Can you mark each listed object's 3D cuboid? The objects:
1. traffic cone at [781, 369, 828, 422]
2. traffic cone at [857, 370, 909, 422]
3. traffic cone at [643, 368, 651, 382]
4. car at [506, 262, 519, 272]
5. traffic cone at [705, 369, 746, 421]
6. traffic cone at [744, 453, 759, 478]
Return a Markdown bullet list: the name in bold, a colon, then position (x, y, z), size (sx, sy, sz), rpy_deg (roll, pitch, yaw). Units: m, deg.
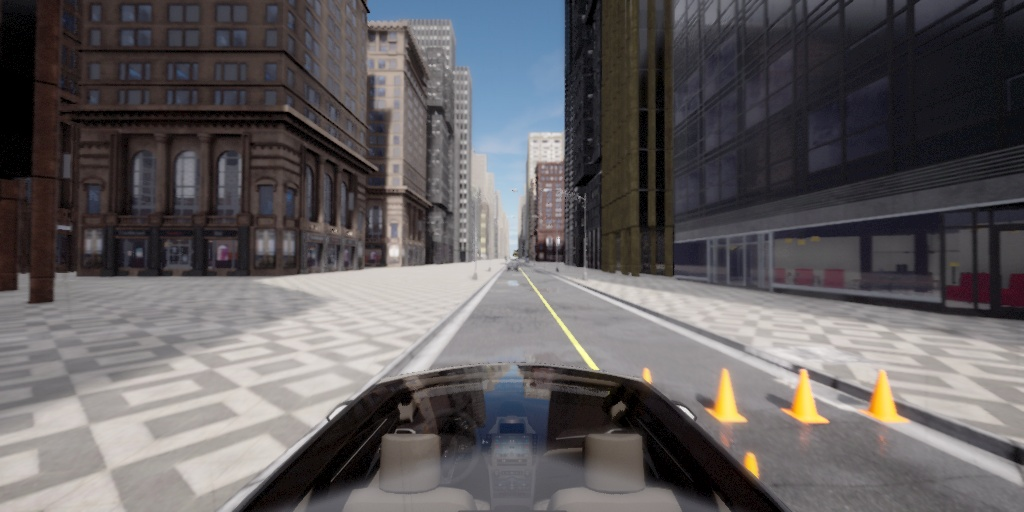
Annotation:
- **traffic cone**: position (3.718, 1.747, 4.575), size (0.340, 0.580, 0.340), rpy_deg (0, 0, 0)
- **traffic cone**: position (4.718, 1.751, 4.572), size (0.340, 0.580, 0.340), rpy_deg (0, 0, 0)
- **traffic cone**: position (1.718, 1.737, 4.579), size (0.340, 0.580, 0.340), rpy_deg (0, 0, 0)
- **car**: position (0.094, 1.632, 54.213), size (1.837, 1.490, 4.892), rpy_deg (0, 0, 0)
- **traffic cone**: position (2.718, 1.742, 4.576), size (0.340, 0.580, 0.340), rpy_deg (0, 0, 0)
- **traffic cone**: position (1.714, 1.720, 2.579), size (0.340, 0.580, 0.340), rpy_deg (0, 0, 0)
